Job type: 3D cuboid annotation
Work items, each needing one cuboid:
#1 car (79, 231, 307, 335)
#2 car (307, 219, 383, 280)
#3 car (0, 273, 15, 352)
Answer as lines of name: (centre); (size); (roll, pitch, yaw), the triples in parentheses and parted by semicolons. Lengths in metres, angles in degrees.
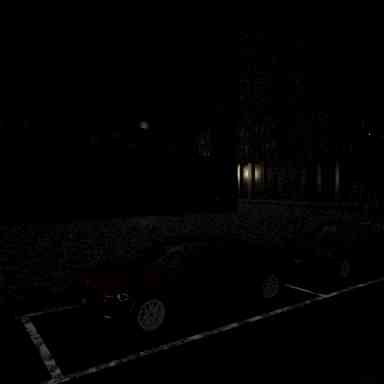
car: (0.073, 1.545, 6.720); (4.507, 1.381, 1.887); (0, 0, -36)
car: (4.568, 1.546, 9.933); (4.507, 1.381, 1.887); (0, 0, -36)
car: (-4.422, 1.544, 3.507); (4.507, 1.381, 1.887); (0, 0, -36)
